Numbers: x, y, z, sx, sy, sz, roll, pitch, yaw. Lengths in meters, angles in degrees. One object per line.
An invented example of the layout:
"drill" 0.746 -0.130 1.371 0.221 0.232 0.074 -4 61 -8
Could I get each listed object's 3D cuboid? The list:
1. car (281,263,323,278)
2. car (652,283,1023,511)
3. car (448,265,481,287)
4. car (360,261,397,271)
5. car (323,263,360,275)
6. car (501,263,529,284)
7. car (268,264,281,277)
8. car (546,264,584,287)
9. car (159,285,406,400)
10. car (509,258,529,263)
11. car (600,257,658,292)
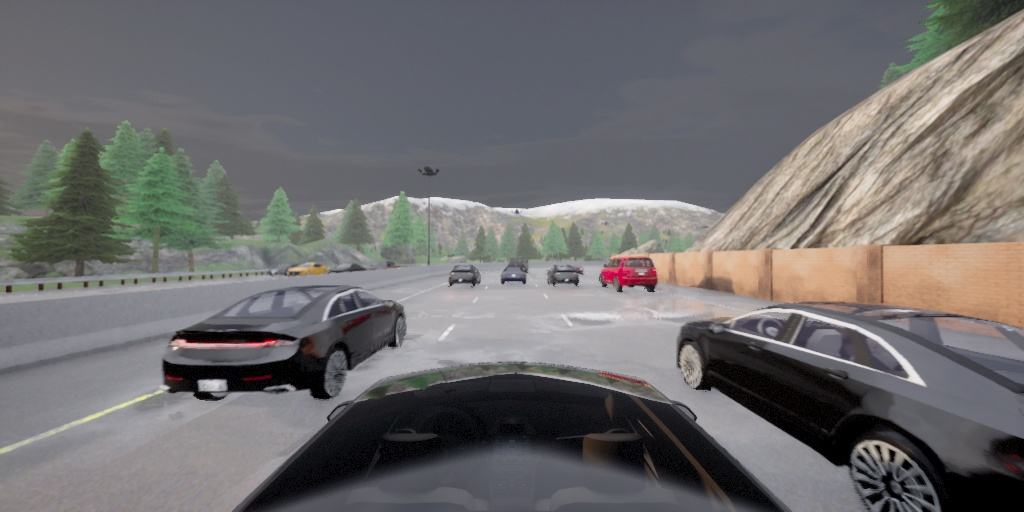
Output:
"car" -20.880 1.448 36.904 1.882 1.535 5.008 0 0 2
"car" 3.602 1.254 3.948 2.128 1.511 4.902 0 -1 0
"car" -3.373 1.394 26.045 2.128 1.511 4.902 0 0 0
"car" -13.832 1.330 38.102 2.097 1.767 4.553 0 0 3
"car" -17.362 1.453 37.800 1.882 1.535 5.008 0 0 2
"car" 0.130 1.487 29.332 1.994 1.385 4.181 0 0 0
"car" -24.283 1.476 39.149 2.128 1.511 4.902 0 0 3
"car" 3.627 1.393 26.060 2.128 1.511 4.902 0 0 0
"car" -3.395 1.271 6.494 2.128 1.511 4.902 0 0 0
"car" 0.838 1.244 44.911 2.150 2.045 5.566 0 0 8
"car" 7.122 1.098 22.368 2.150 2.045 5.566 0 -1 0
